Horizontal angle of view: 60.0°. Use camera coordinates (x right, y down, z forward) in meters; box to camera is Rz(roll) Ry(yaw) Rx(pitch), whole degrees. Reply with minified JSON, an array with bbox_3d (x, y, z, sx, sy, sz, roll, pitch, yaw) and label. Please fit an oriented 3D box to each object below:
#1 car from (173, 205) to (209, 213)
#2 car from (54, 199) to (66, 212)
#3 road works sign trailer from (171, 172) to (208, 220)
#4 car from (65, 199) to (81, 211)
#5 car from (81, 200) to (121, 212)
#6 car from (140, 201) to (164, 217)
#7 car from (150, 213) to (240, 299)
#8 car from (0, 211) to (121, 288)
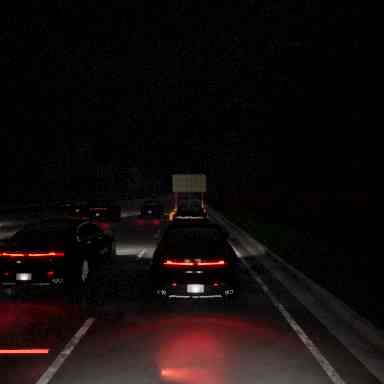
[{"bbox_3d":[-0.068,1.488,18.851,2.128,1.511,4.902,0,0,1],"label":"car"},{"bbox_3d":[-14.228,1.547,38.907,2.033,1.411,5.357,0,0,1],"label":"car"},{"bbox_3d":[-0.187,0.464,22.721,2.380,3.560,2.880,0,0,-3],"label":"road works sign trailer"},{"bbox_3d":[-10.668,1.525,33.241,1.812,1.442,4.674,0,0,-1],"label":"car"},{"bbox_3d":[-7.108,1.492,27.360,2.128,1.511,4.902,0,0,-1],"label":"car"},{"bbox_3d":[-3.648,1.525,30.897,1.812,1.442,4.674,0,0,-1],"label":"car"},{"bbox_3d":[0.047,1.505,8.463,1.837,1.490,4.892,0,0,0],"label":"car"},{"bbox_3d":[-3.457,1.504,9.240,1.837,1.490,4.892,0,0,0],"label":"car"}]
